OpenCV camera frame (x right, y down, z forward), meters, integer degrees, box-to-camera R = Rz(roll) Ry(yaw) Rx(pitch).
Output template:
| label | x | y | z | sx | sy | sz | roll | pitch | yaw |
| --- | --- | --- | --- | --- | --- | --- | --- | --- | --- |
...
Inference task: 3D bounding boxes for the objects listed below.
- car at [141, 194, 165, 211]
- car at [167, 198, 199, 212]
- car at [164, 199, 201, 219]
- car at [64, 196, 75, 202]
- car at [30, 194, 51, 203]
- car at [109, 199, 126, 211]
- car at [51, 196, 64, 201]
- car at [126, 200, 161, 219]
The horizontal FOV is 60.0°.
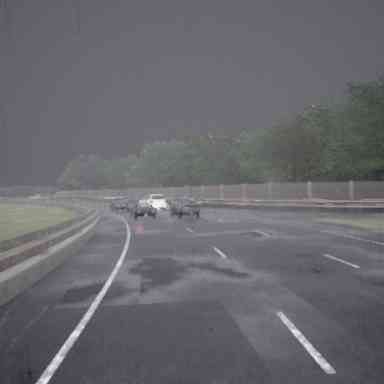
| label | x | y | z | sx | sy | sz | roll | pitch | yaw |
| --- | --- | --- | --- | --- | --- | --- | --- | --- | --- |
| car | -4.891 | 1.270 | 40.865 | 2.150 | 2.045 | 5.566 | -1 | 0 | -24 |
| car | -1.232 | 1.550 | 41.259 | 2.033 | 1.411 | 5.357 | -1 | 0 | -24 |
| car | -0.688 | 1.492 | 29.226 | 2.128 | 1.511 | 4.902 | -1 | 0 | -16 |
| car | -31.000 | 1.694 | 82.669 | 4.892 | 1.490 | 1.837 | -1 | 0 | 43 |
| car | -35.857 | 1.476 | 77.580 | 5.566 | 2.045 | 2.150 | -1 | 0 | 40 |
| car | -9.039 | 1.640 | 41.601 | 2.033 | 1.411 | 5.357 | -1 | 0 | -24 |
| car | -33.542 | 1.700 | 80.209 | 5.008 | 1.535 | 1.882 | -1 | 0 | 40 |
| car | -4.389 | 1.643 | 29.340 | 1.895 | 1.301 | 4.718 | -1 | 0 | -17 |
